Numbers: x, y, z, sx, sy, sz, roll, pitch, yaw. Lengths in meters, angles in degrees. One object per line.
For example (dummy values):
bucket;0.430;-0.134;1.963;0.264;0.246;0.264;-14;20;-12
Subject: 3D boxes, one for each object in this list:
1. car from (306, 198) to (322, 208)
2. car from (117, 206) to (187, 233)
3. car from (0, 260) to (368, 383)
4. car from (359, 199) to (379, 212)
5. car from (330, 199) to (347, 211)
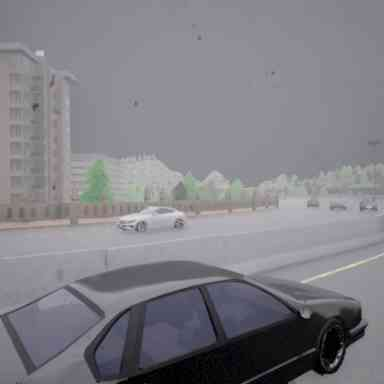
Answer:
car;18.882;1.736;51.469;1.837;1.490;4.892;0;0;22
car;-2.337;1.607;20.507;4.674;1.442;1.812;0;0;-44
car;-0.116;1.560;3.818;5.357;1.411;2.033;0;0;-37
car;21.510;1.621;40.474;2.128;1.511;4.902;0;0;27
car;19.248;1.692;43.745;1.812;1.442;4.674;0;0;26
